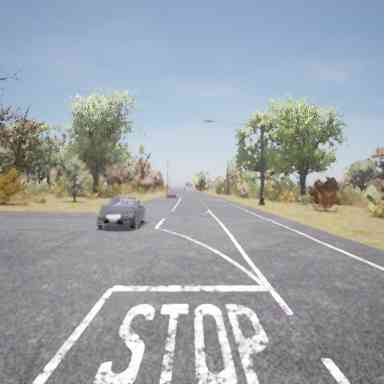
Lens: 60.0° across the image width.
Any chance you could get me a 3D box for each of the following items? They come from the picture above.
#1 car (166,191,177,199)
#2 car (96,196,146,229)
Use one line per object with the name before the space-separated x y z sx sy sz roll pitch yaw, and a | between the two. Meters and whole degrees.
car | -3.992 0.509 64.917 1.882 1.535 5.008 0 1 -1
car | -3.536 0.997 17.348 2.128 1.511 4.902 1 1 0
